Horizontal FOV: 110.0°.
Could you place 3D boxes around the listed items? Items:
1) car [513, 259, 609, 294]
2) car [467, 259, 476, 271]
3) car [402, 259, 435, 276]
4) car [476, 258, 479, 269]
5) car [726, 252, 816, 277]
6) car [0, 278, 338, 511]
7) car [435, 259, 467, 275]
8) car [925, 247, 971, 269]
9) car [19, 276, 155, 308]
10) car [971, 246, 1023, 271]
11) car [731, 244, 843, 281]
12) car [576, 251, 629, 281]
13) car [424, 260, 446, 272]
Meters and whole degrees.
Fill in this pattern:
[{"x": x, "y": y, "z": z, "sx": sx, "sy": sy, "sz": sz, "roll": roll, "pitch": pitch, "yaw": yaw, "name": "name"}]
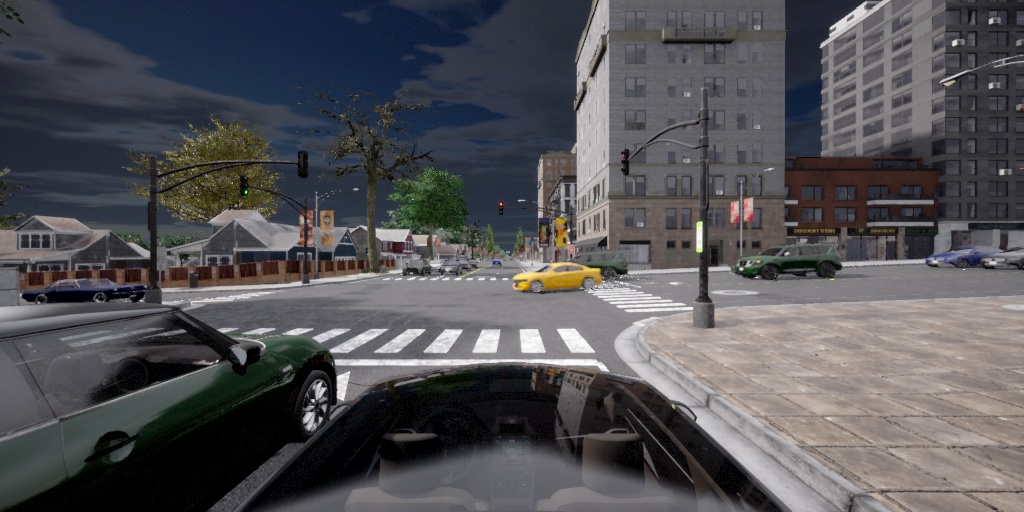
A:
[{"x": 2.508, "y": 1.153, "z": 19.891, "sx": 5.008, "sy": 1.535, "sz": 1.882, "roll": -2, "pitch": 0, "yaw": -18, "name": "car"}, {"x": -6.625, "y": 1.339, "z": 49.273, "sx": 2.033, "sy": 1.411, "sz": 5.357, "roll": 0, "pitch": 0, "yaw": 0, "name": "car"}, {"x": -9.865, "y": 1.123, "z": 37.478, "sx": 2.097, "sy": 1.767, "sz": 4.553, "roll": 0, "pitch": 0, "yaw": 0, "name": "car"}, {"x": -6.620, "y": 1.326, "z": 59.619, "sx": 1.837, "sy": 1.490, "sz": 4.892, "roll": 0, "pitch": 0, "yaw": 0, "name": "car"}, {"x": 17.927, "y": 0.572, "z": 24.986, "sx": 4.892, "sy": 1.490, "sz": 1.837, "roll": -2, "pitch": 0, "yaw": 0, "name": "car"}, {"x": -3.151, "y": 1.102, "z": 2.489, "sx": 2.097, "sy": 1.767, "sz": 4.553, "roll": 0, "pitch": 0, "yaw": 0, "name": "car"}, {"x": -6.615, "y": 1.265, "z": 39.555, "sx": 2.128, "sy": 1.511, "sz": 4.902, "roll": 0, "pitch": 0, "yaw": 0, "name": "car"}, {"x": 31.876, "y": 0.069, "z": 25.035, "sx": 4.674, "sy": 1.442, "sz": 1.812, "roll": -2, "pitch": 0, "yaw": 0, "name": "car"}, {"x": -21.625, "y": 1.808, "z": 18.378, "sx": 4.718, "sy": 1.301, "sz": 1.895, "roll": -2, "pitch": 0, "yaw": 0, "name": "car"}, {"x": 31.524, "y": 0.092, "z": 21.778, "sx": 4.674, "sy": 1.442, "sz": 1.812, "roll": -2, "pitch": 0, "yaw": 0, "name": "car"}, {"x": 16.659, "y": 0.348, "z": 21.733, "sx": 5.566, "sy": 2.045, "sz": 2.150, "roll": -2, "pitch": 0, "yaw": 0, "name": "car"}, {"x": 5.542, "y": 0.762, "z": 25.902, "sx": 5.566, "sy": 2.045, "sz": 2.150, "roll": -2, "pitch": 1, "yaw": 15, "name": "car"}, {"x": -9.874, "y": 1.311, "z": 46.461, "sx": 1.812, "sy": 1.442, "sz": 4.674, "roll": 0, "pitch": 0, "yaw": 0, "name": "car"}]
